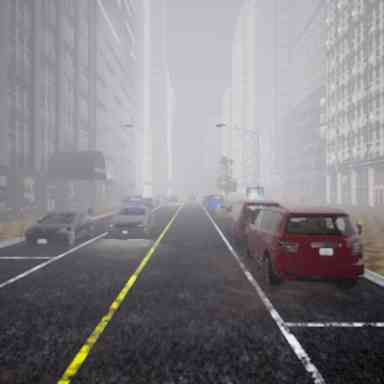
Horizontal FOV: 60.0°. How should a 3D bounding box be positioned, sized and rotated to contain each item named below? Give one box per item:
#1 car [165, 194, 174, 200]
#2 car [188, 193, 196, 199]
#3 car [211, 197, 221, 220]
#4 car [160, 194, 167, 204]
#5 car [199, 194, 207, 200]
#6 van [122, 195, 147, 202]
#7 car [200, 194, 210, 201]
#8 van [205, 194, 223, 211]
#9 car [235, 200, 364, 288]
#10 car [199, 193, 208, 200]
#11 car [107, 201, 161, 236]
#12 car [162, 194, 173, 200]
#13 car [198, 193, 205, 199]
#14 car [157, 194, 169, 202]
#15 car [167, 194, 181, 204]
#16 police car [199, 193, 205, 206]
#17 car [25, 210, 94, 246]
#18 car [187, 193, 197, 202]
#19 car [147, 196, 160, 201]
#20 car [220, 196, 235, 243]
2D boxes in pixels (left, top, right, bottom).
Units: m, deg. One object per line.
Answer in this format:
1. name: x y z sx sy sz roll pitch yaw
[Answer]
1. car: -5.660 1.151 83.063 1.887 1.381 4.507 0 0 0
2. car: 0.024 0.928 81.553 1.837 1.490 4.892 0 0 0
3. car: 2.705 1.397 26.320 1.752 1.417 4.829 0 0 0
4. car: -5.668 1.289 54.618 2.008 1.369 4.403 0 0 0
5. car: 2.721 1.151 83.039 1.887 1.381 4.507 0 0 0
6. van: -5.673 1.187 31.860 1.690 1.788 3.998 0 0 0
7. car: 2.718 1.209 71.661 2.008 1.369 4.403 0 0 0
8. van: 2.710 1.159 37.527 1.690 1.788 3.998 0 0 0
9. car: 2.701 1.270 9.082 2.192 1.841 5.009 0 0 0
10. car: 2.720 1.073 77.348 1.967 1.590 4.097 0 0 0
11. car: -3.095 1.460 18.037 2.033 1.411 5.357 0 0 0
12. car: -5.661 1.184 77.374 2.008 1.369 4.403 0 0 0
13. car: 2.724 1.106 94.416 2.008 1.369 4.403 0 0 0
14. car: -5.663 1.125 65.996 1.967 1.590 4.097 0 0 0
15. car: -3.030 1.226 57.907 1.837 1.490 4.892 0 0 1
16. police car: 2.381 1.187 49.272 1.930 1.638 5.238 0 0 0
17. car: -5.680 1.494 14.794 1.947 1.339 4.313 0 0 0
18. car: 0.019 1.156 67.294 2.128 1.511 4.902 0 0 0
19. car: -5.671 1.357 43.240 1.947 1.339 4.313 0 0 0
20. car: 2.703 1.243 14.771 2.192 1.841 5.009 0 0 0
